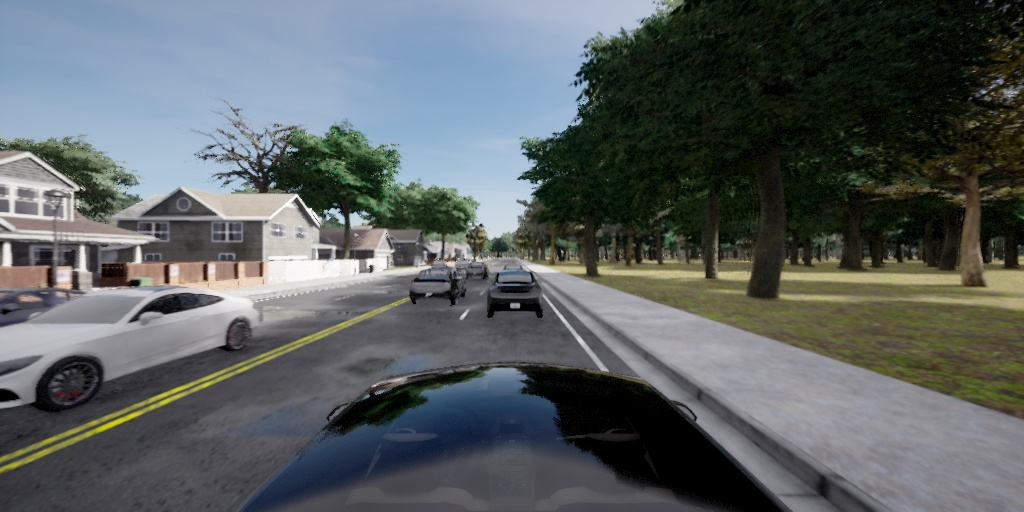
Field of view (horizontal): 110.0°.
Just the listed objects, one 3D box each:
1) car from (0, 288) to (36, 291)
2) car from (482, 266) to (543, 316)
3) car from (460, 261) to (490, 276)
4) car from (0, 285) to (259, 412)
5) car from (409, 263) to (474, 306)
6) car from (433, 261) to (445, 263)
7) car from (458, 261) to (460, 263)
[{"bbox_3d":[-9.853,1.321,6.837,1.994,1.385,4.181,0,0,0],"label":"car"},{"bbox_3d":[0.095,1.272,13.361,1.837,1.490,4.892,0,0,0],"label":"car"},{"bbox_3d":[-3.164,1.292,33.025,2.128,1.511,4.902,0,0,0],"label":"car"},{"bbox_3d":[-6.603,1.282,6.222,1.812,1.442,4.674,0,0,0],"label":"car"},{"bbox_3d":[-3.156,1.263,16.011,2.128,1.511,4.902,0,0,0],"label":"car"},{"bbox_3d":[-9.855,1.349,48.446,1.812,1.442,4.674,0,0,0],"label":"car"},{"bbox_3d":[-6.606,1.348,47.715,1.812,1.442,4.674,0,0,0],"label":"car"}]
